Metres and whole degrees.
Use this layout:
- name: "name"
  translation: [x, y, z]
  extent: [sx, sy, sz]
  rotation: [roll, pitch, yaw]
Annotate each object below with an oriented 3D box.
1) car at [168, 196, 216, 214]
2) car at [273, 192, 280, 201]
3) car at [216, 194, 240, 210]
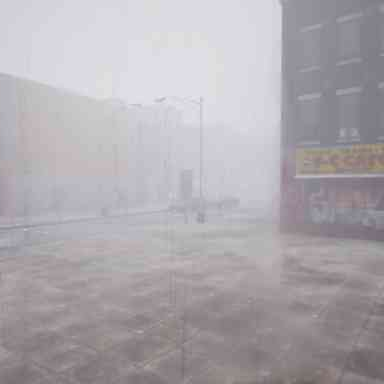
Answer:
- name: "car"
  translation: [-0.162, 1.039, 28.117]
  extent: [1.947, 1.339, 4.313]
  rotation: [2, 3, 36]
- name: "car"
  translation: [12.732, 0.540, 46.094]
  extent: [1.802, 1.307, 4.206]
  rotation: [2, 3, 36]
- name: "car"
  translation: [3.062, 0.889, 32.610]
  extent: [1.887, 1.381, 4.507]
  rotation: [2, 3, 36]
